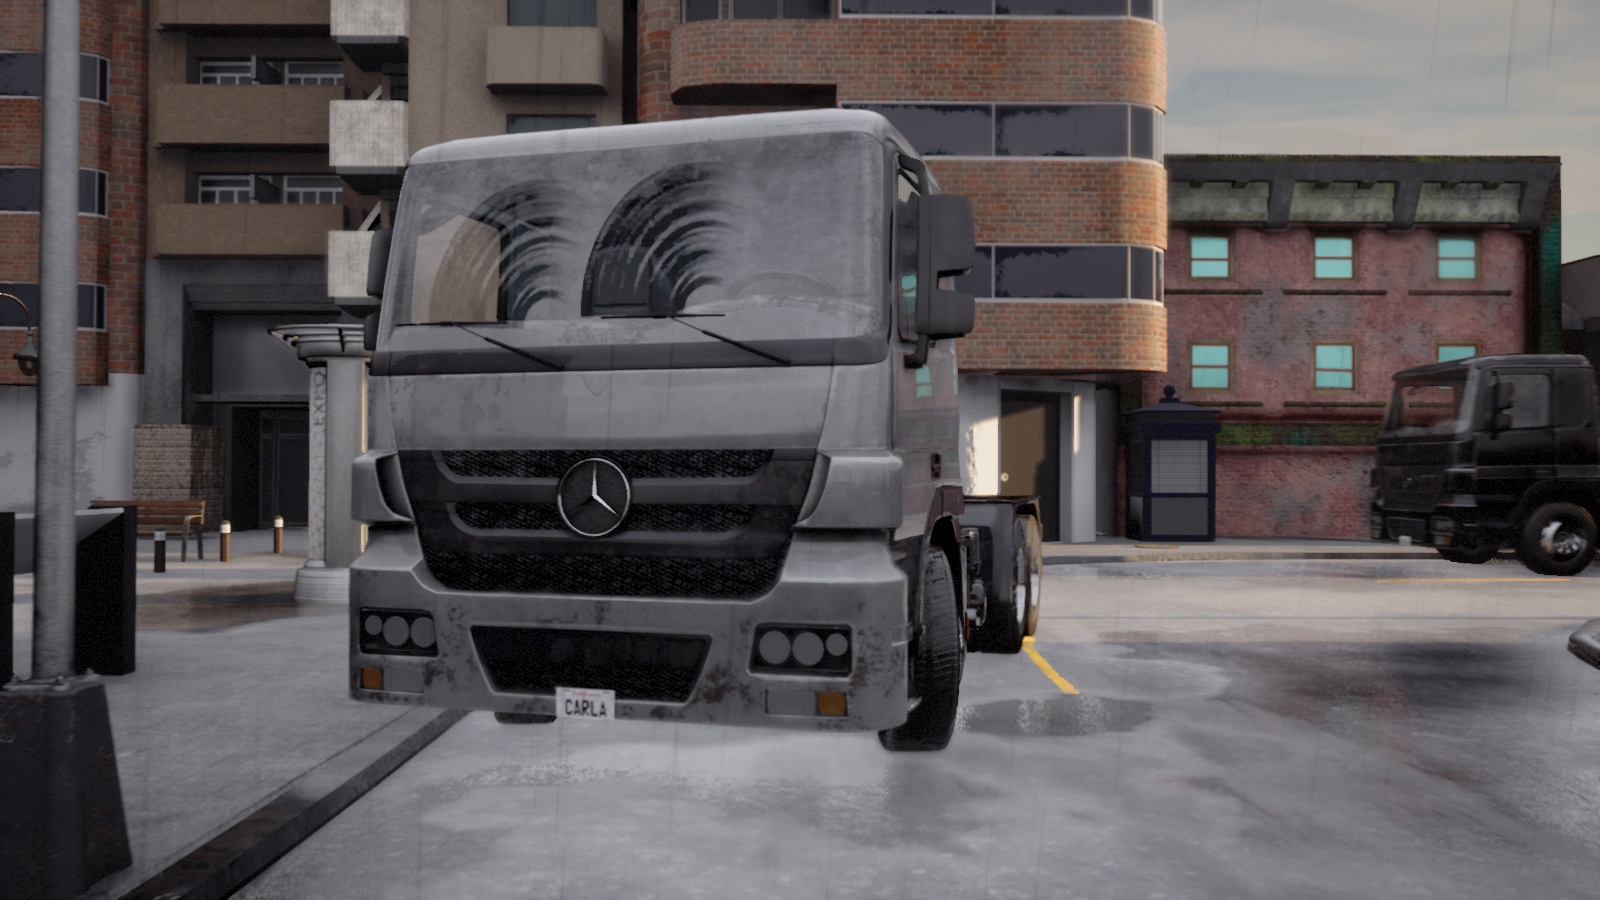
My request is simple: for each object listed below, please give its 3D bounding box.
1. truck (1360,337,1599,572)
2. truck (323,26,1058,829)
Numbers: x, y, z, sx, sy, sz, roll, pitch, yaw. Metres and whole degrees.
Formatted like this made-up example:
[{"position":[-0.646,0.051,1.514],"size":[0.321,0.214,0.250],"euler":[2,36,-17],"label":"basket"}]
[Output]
[{"position":[13.562,0.076,20.058],"size":[7.936,3.462,2.891],"euler":[0,-1,-1],"label":"truck"},{"position":[0.149,-0.024,9.619],"size":[2.891,3.462,7.936],"euler":[-1,-1,16],"label":"truck"}]
